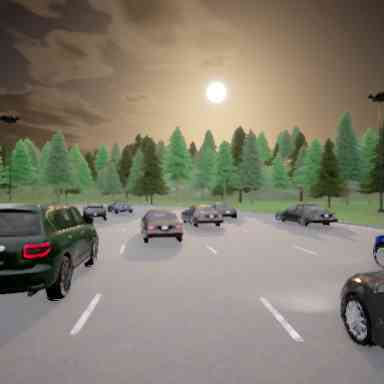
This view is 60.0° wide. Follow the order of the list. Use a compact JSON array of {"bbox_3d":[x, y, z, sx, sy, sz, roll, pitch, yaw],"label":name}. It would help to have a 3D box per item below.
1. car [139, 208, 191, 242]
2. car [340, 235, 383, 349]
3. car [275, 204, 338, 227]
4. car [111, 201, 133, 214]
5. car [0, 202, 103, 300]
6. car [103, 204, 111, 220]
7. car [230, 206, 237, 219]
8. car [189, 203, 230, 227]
[{"bbox_3d":[-1.635,1.597,16.871,2.033,1.411,5.357,0,0,-11],"label":"car"},{"bbox_3d":[3.386,1.492,3.480,1.837,1.490,4.892,0,0,-3],"label":"car"},{"bbox_3d":[7.768,1.550,23.114,2.033,1.411,5.357,0,0,-13],"label":"car"},{"bbox_3d":[-8.117,1.684,37.029,2.033,1.411,5.357,0,0,-28],"label":"car"},{"bbox_3d":[-3.923,1.265,8.554,2.150,2.045,5.566,0,0,-6],"label":"car"},{"bbox_3d":[-8.586,1.613,29.050,2.128,1.511,4.902,0,0,-19],"label":"car"},{"bbox_3d":[2.380,1.615,29.283,1.994,1.385,4.181,0,0,-17],"label":"car"},{"bbox_3d":[0.591,1.597,23.203,2.033,1.411,5.357,0,0,-14],"label":"car"}]
